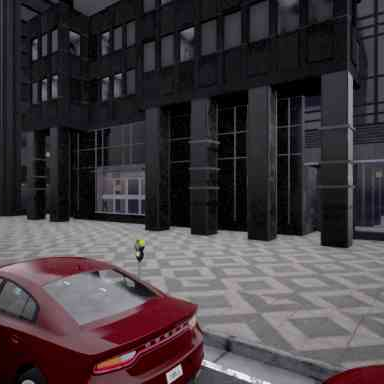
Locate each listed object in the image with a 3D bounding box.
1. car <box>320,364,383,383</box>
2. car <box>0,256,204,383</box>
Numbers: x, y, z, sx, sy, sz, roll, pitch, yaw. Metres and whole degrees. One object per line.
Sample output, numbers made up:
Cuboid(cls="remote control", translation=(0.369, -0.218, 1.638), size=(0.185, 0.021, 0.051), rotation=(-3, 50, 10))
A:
Cuboid(cls="car", translation=(2.608, 1.545, 1.096), size=(4.507, 1.381, 1.887), rotation=(0, 0, 36))
Cuboid(cls="car", translation=(-1.974, 1.545, 4.378), size=(4.507, 1.381, 1.887), rotation=(0, 0, 36))
